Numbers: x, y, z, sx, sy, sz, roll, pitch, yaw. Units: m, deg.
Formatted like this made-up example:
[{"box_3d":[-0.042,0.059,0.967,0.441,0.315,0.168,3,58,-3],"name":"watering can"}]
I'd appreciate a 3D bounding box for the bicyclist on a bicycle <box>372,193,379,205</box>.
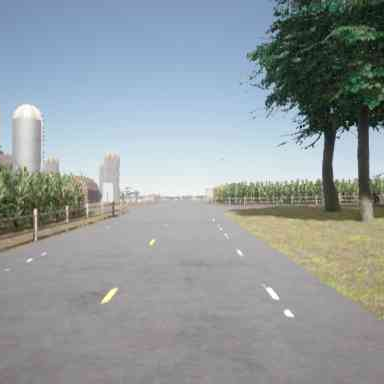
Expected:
[{"box_3d":[24.268,0.931,43.980,0.582,1.620,1.656,-1,0,0],"name":"bicyclist on a bicycle"}]
